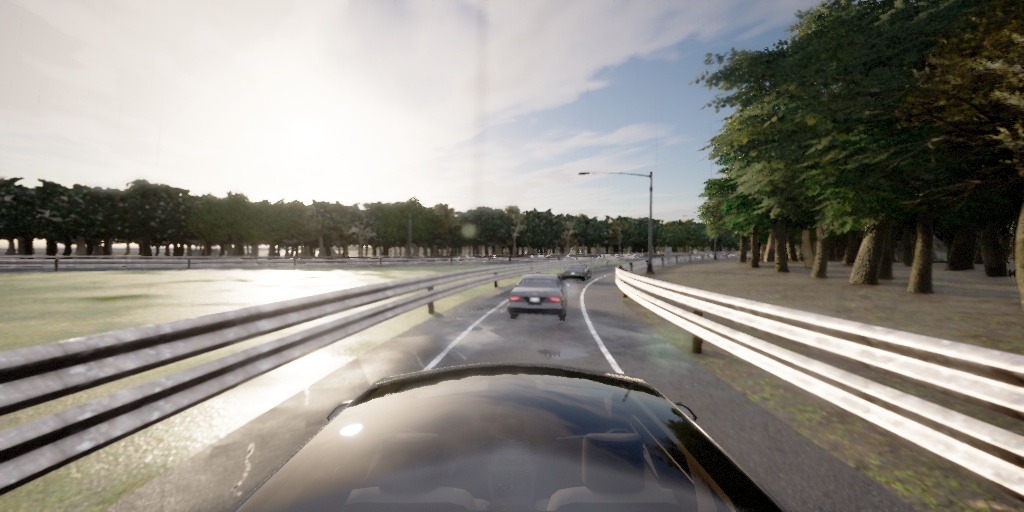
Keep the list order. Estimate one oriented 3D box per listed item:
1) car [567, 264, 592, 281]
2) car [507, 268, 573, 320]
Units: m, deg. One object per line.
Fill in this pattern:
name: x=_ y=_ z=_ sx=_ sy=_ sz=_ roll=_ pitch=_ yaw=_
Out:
car: x=5.667 y=1.389 z=30.982 sx=1.994 sy=1.385 sz=4.181 roll=1 pitch=0 yaw=20
car: x=1.063 y=1.325 z=12.904 sx=2.033 sy=1.411 sz=5.357 roll=0 pitch=0 yaw=9
